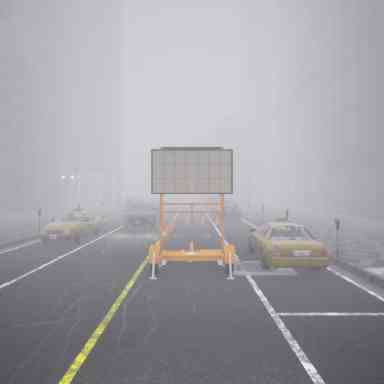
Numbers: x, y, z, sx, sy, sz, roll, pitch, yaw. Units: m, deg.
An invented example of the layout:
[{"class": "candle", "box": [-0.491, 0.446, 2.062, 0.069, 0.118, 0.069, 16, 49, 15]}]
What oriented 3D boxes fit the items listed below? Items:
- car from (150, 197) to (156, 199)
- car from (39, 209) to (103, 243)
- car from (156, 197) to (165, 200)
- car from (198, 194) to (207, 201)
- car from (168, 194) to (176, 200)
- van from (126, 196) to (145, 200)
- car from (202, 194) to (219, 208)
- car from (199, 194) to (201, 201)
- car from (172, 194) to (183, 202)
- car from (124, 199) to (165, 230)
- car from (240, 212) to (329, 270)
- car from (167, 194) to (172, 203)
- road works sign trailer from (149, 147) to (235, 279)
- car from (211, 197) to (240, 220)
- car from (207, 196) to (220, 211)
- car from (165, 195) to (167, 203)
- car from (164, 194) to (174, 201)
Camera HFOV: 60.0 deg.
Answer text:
[{"class": "car", "box": [-5.666, 1.564, 38.860, 1.947, 1.339, 4.313, 0, 0, 0]}, {"class": "car", "box": [-5.667, 1.519, 16.096, 1.752, 1.417, 4.829, 0, 0, 1]}, {"class": "car", "box": [-5.666, 1.457, 50.138, 1.967, 1.590, 4.097, 0, 0, 0]}, {"class": "car", "box": [2.858, 1.433, 89.601, 2.192, 1.841, 5.009, 0, 0, 0]}, {"class": "car", "box": [-5.667, 1.455, 95.249, 2.192, 1.841, 5.009, 0, 0, 0]}, {"class": "van", "box": [-5.665, 1.334, 33.221, 1.690, 1.788, 3.998, 0, 0, 0]}, {"class": "car", "box": [2.859, 1.322, 44.485, 2.192, 1.841, 5.009, 0, 0, 0]}, {"class": "car", "box": [2.859, 1.478, 61.403, 1.967, 1.590, 4.097, 0, 0, 0]}, {"class": "car", "box": [-2.998, 1.670, 76.277, 1.895, 1.301, 4.718, 0, 0, 0]}, {"class": "car", "box": [-3.098, 1.467, 21.473, 1.882, 1.535, 5.008, 0, 0, 0]}, {"class": "car", "box": [2.866, 1.520, 10.851, 1.752, 1.417, 4.829, 0, 0, 1]}, {"class": "car", "box": [-5.666, 1.631, 67.055, 1.802, 1.307, 4.206, 0, 0, 0]}, {"class": "road works sign trailer", "box": [0.000, 0.460, 9.960, 2.380, 3.560, 2.880, 0, 0, 0]}, {"class": "car", "box": [2.859, 1.430, 27.567, 1.967, 1.590, 4.097, 0, 0, 0]}, {"class": "car", "box": [2.860, 1.433, 33.205, 1.967, 1.590, 4.097, 0, 0, 0]}, {"class": "car", "box": [-5.666, 1.572, 55.776, 1.887, 1.381, 4.507, 0, 0, 0]}, {"class": "car", "box": [-5.667, 1.410, 83.970, 2.192, 1.841, 5.009, 0, 0, 0]}]
